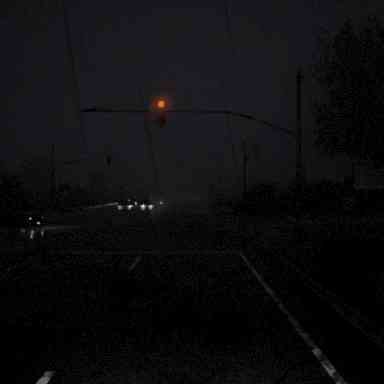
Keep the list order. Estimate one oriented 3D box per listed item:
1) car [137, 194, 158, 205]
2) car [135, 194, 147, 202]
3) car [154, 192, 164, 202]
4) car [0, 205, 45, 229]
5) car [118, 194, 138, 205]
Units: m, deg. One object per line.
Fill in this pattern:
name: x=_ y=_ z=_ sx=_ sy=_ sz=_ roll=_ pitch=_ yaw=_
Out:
car: x=-7.141 y=1.393 z=53.974 sx=1.994 sy=1.385 sz=4.181 roll=0 pitch=0 yaw=0
car: x=-10.583 y=1.281 z=69.400 sx=1.837 sy=1.490 sz=4.892 roll=0 pitch=0 yaw=0
car: x=-7.083 y=1.006 z=69.435 sx=2.150 sy=2.045 sz=5.566 roll=0 pitch=0 yaw=0
car: x=-11.977 y=1.496 z=20.382 sx=5.357 sy=1.411 sz=2.033 roll=0 pitch=0 yaw=3
car: x=-10.640 y=1.181 z=54.101 sx=2.097 sy=1.767 sz=4.553 roll=0 pitch=0 yaw=0
